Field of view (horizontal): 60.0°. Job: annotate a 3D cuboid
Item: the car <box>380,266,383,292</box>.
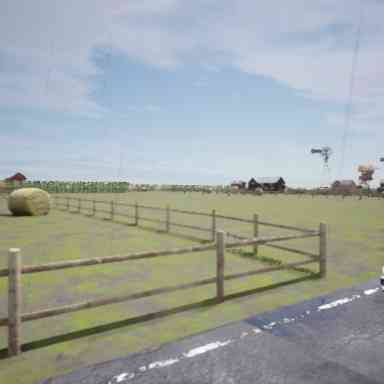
[{"bbox_3d":[6.052,1.527,7.382,4.674,1.442,1.812,0,0,-35],"label":"car"}]
